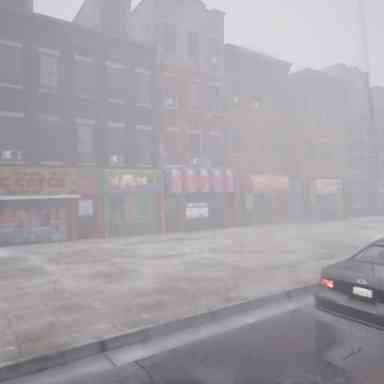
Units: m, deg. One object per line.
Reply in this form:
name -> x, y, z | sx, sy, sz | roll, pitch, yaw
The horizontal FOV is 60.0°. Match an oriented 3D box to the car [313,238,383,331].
car -> 4.593, 1.545, 6.435 | 5.357, 1.411, 2.033 | 0, 0, -35
